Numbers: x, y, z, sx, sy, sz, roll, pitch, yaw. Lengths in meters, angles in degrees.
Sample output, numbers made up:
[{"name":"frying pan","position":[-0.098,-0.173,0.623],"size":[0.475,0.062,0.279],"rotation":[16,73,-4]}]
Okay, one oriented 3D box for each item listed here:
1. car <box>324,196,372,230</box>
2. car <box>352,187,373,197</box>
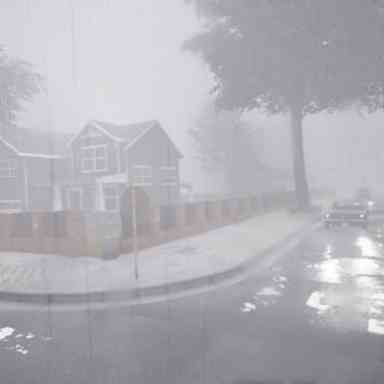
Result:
[{"name":"car","position":[8.024,1.117,17.159],"size":[1.895,1.301,4.718],"rotation":[-2,1,29]},{"name":"car","position":[20.601,0.217,40.128],"size":[1.837,1.490,4.892],"rotation":[-2,1,29]}]
